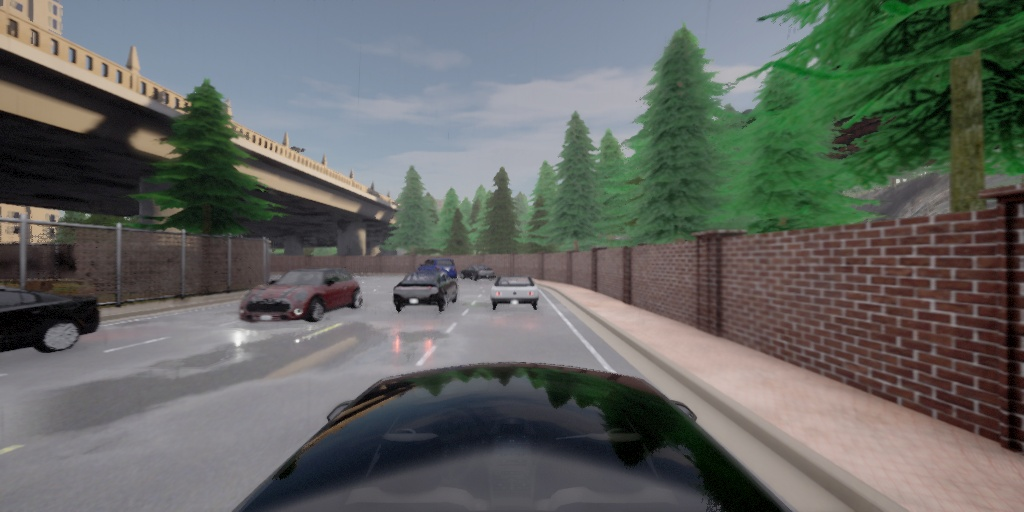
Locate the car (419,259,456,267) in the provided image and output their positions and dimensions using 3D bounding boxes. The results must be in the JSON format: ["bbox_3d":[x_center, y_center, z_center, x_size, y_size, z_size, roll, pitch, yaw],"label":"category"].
[{"bbox_3d":[-6.853,1.268,32.061,2.150,2.045,5.566,1,-1,-33],"label":"car"}]

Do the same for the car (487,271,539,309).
[{"bbox_3d":[0.096,1.489,15.862,1.895,1.301,4.718,0,-1,0],"label":"car"}]

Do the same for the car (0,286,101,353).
[{"bbox_3d":[-10.593,1.273,6.256,1.882,1.535,5.008,0,-1,0],"label":"car"}]

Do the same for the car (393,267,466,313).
[{"bbox_3d":[-3.402,1.369,14.840,2.128,1.511,4.902,0,-1,0],"label":"car"}]

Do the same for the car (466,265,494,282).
[{"bbox_3d":[-3.298,1.547,32.996,2.128,1.511,4.902,1,-1,-30],"label":"car"}]

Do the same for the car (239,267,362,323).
[{"bbox_3d":[-7.125,1.209,12.621,2.097,1.767,4.553,0,-1,0],"label":"car"}]
